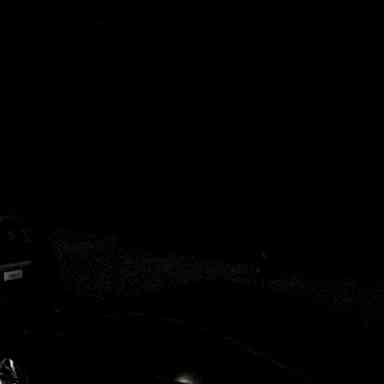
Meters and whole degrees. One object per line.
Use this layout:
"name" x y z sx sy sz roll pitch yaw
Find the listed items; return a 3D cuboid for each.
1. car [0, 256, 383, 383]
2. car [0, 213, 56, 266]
"car" -0.106 1.569 3.156 4.313 1.339 1.947 0 0 35
"car" -4.604 1.328 6.364 5.009 1.841 2.192 0 0 35
